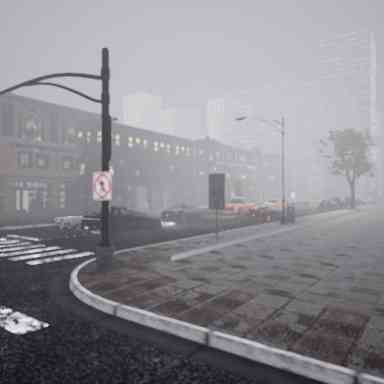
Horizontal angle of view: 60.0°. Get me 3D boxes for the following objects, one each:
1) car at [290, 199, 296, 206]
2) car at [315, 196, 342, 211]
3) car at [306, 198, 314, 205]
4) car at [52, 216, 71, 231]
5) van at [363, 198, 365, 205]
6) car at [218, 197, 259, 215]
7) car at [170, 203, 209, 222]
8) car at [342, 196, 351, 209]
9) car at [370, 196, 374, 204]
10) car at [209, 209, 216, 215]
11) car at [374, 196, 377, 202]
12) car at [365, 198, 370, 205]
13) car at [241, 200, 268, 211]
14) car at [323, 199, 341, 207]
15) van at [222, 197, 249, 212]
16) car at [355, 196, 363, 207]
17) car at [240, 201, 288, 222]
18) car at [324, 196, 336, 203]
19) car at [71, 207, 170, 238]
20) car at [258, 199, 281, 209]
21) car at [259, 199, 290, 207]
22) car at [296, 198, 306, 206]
[{"bbox_3d":[15.016,1.819,54.858,2.008,1.369,4.403,0,-1,35],"label":"car"},{"bbox_3d":[18.690,1.678,45.517,1.967,1.590,4.097,0,-1,35],"label":"car"},{"bbox_3d":[21.377,1.879,63.897,2.008,1.369,4.403,0,-1,35],"label":"car"},{"bbox_3d":[-6.034,1.672,20.436,1.895,1.301,4.718,0,0,35],"label":"car"},{"bbox_3d":[31.410,1.700,63.595,1.690,1.788,3.998,0,-1,35],"label":"van"},{"bbox_3d":[5.038,1.511,36.150,2.097,1.767,4.553,0,0,35],"label":"car"},{"bbox_3d":[-0.777,1.675,27.891,1.994,1.385,4.181,0,0,36],"label":"car"},{"bbox_3d":[21.870,1.582,50.038,2.192,1.841,5.009,0,-1,35],"label":"car"},{"bbox_3d":[37.868,1.948,72.771,1.752,1.417,4.829,0,-1,35],"label":"car"},{"bbox_3d":[2.199,1.678,36.642,1.752,1.417,4.829,0,0,35],"label":"car"},{"bbox_3d":[40.950,2.037,77.151,1.802,1.307,4.206,0,-1,35],"label":"car"},{"bbox_3d":[34.590,1.972,68.112,1.802,1.307,4.206,0,-1,35],"label":"car"},{"bbox_3d":[8.657,1.760,45.819,2.008,1.369,4.403,0,0,35],"label":"car"},{"bbox_3d":[24.637,1.915,58.460,1.895,1.301,4.718,0,0,35],"label":"car"},{"bbox_3d":[5.476,1.522,41.301,1.690,1.788,3.998,0,0,35],"label":"van"},{"bbox_3d":[28.230,1.643,59.077,2.192,1.841,5.009,0,-1,35],"label":"car"},{"bbox_3d":[6.014,1.672,27.411,1.887,1.381,4.507,0,0,35],"label":"car"},{"bbox_3d":[34.096,1.896,81.974,1.967,1.590,4.097,0,-1,35],"label":"car"},{"bbox_3d":[-3.761,1.562,18.389,2.128,1.511,4.902,0,0,37],"label":"car"},{"bbox_3d":[11.739,1.762,50.200,1.752,1.417,4.829,0,-1,35],"label":"car"},{"bbox_3d":[10.915,1.687,44.446,1.882,1.535,5.008,0,0,36],"label":"car"},{"bbox_3d":[18.196,1.849,59.377,2.008,1.369,4.403,0,-1,35],"label":"car"}]
